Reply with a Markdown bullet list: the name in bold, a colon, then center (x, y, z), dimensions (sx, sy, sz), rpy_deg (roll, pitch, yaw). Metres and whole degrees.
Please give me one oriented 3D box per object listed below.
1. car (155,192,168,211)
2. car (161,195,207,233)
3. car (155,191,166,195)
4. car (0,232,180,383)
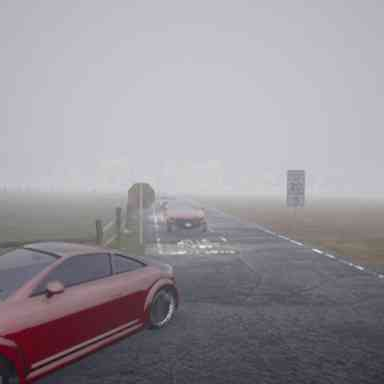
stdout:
- **car**: center (-2.158, 0.966, 30.684), dimensions (1.895, 1.301, 4.718), rpy_deg (0, 1, -7)
- **car**: center (-0.465, 1.144, 17.346), dimensions (1.882, 1.535, 5.008), rpy_deg (0, 1, -7)
- **car**: center (-4.549, 0.488, 49.474), dimensions (2.033, 1.411, 5.357), rpy_deg (0, 1, -7)
- **car**: center (-2.022, 1.451, 4.596), dimensions (1.994, 1.385, 4.181), rpy_deg (2, 1, 36)
